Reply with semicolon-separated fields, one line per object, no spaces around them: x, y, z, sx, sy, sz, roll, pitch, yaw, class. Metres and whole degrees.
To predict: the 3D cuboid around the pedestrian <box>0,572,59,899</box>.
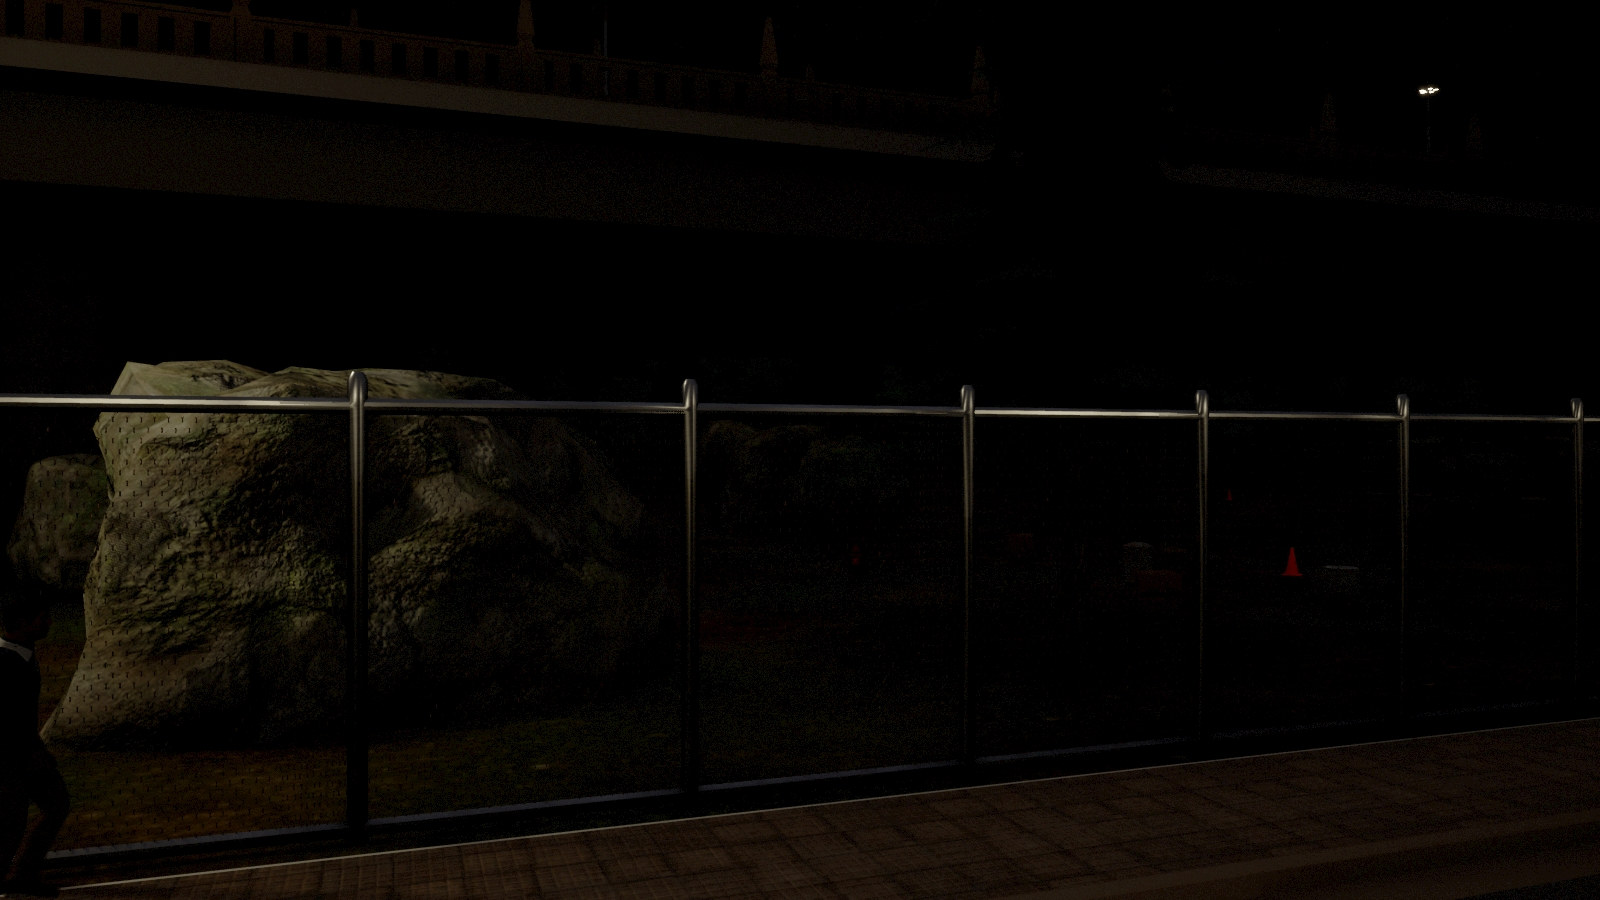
-4.427;1.643;6.421;0.375;1.860;0.375;0;0;-22;pedestrian
